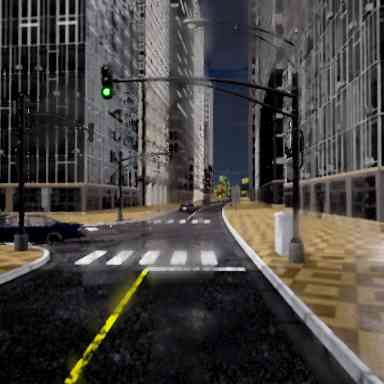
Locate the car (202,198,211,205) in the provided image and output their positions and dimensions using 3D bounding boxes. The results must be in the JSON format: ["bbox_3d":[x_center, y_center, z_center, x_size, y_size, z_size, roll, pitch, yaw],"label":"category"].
[{"bbox_3d":[3.551,2.294,79.964,1.882,1.535,5.008,0,-1,9],"label":"car"}]

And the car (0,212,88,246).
[{"bbox_3d":[-7.735,1.793,15.674,5.357,1.411,2.033,1,-5,-12],"label":"car"}]

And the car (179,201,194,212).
[{"bbox_3d":[-0.728,2.049,46.602,2.128,1.511,4.902,0,0,5],"label":"car"}]
